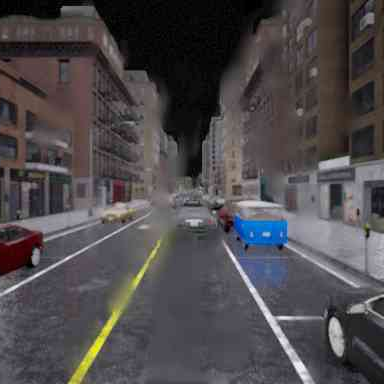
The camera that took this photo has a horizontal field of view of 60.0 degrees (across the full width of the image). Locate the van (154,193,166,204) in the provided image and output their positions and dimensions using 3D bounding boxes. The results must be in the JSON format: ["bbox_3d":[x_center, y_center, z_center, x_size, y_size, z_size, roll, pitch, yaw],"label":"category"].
[{"bbox_3d":[-5.393,1.140,57.105,1.690,1.788,3.998,0,0,0],"label":"van"}]

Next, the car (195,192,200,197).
[{"bbox_3d":[2.636,1.218,94.795,2.008,1.369,4.403,0,0,0],"label":"car"}]

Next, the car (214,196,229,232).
[{"bbox_3d":[2.684,1.247,19.264,2.192,1.841,5.009,0,0,0],"label":"car"}]

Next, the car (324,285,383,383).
[{"bbox_3d":[2.699,1.540,3.045,2.008,1.369,4.403,0,0,0],"label":"car"}]

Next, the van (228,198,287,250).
[{"bbox_3d":[2.689,1.292,13.857,1.690,1.788,3.998,0,0,0],"label":"van"}]

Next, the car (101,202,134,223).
[{"bbox_3d":[-5.400,1.439,24.500,1.752,1.417,4.829,0,0,0],"label":"car"}]

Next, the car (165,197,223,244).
[{"bbox_3d":[0.090,1.297,15.479,2.097,1.767,4.553,0,0,0],"label":"car"}]

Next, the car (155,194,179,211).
[{"bbox_3d":[-2.845,1.340,38.986,1.882,1.535,5.008,0,0,0],"label":"car"}]

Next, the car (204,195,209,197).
[{"bbox_3d":[2.987,1.208,40.853,2.097,1.767,4.553,0,0,0],"label":"car"}]

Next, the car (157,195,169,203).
[{"bbox_3d":[-5.391,1.330,62.512,2.008,1.369,4.403,0,0,0],"label":"car"}]

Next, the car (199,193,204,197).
[{"bbox_3d":[2.643,1.304,62.683,1.752,1.417,4.829,0,0,0],"label":"car"}]

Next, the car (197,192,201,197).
[{"bbox_3d":[2.638,1.312,67.920,2.008,1.369,4.403,0,0,0],"label":"car"}]

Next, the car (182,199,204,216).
[{"bbox_3d":[0.093,1.449,32.414,1.994,1.385,4.181,0,0,0],"label":"car"}]

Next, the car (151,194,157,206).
[{"bbox_3d":[-5.394,1.399,51.700,1.802,1.307,4.206,0,0,0],"label":"car"}]

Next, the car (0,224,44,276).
[{"bbox_3d":[-5.404,1.515,8.450,1.887,1.381,4.507,0,0,0],"label":"car"}]
